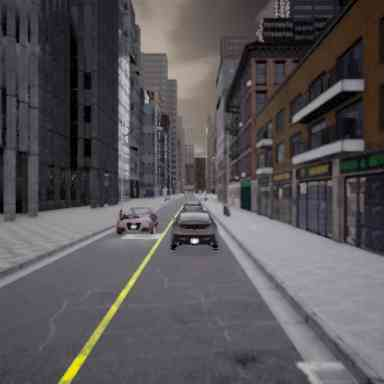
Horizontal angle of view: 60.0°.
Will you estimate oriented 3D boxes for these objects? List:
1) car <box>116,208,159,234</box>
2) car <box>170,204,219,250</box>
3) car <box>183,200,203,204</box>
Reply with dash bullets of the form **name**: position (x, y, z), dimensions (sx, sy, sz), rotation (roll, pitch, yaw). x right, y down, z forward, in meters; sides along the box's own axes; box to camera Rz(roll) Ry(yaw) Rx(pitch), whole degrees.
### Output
- **car**: position (-3.001, 1.603, 19.112), dimensions (1.994, 1.385, 4.181), rotation (0, 0, 0)
- **car**: position (0.098, 1.503, 14.366), dimensions (1.837, 1.490, 4.892), rotation (0, 0, 0)
- **car**: position (0.098, 1.519, 32.652), dimensions (2.128, 1.511, 4.902), rotation (0, 0, 0)
